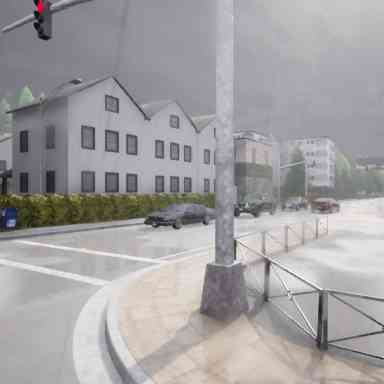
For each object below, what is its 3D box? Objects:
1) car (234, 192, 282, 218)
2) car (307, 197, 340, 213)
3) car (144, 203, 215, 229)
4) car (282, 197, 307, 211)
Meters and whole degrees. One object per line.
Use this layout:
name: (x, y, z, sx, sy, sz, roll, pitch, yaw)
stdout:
car: (5.464, 1.034, 28.611, 2.150, 2.045, 5.566, 0, 0, 35)
car: (13.528, 1.289, 33.600, 1.882, 1.535, 5.008, 0, 0, 35)
car: (-0.499, 1.360, 20.198, 2.033, 1.411, 5.357, 0, 0, 35)
car: (11.531, 1.304, 37.094, 2.128, 1.511, 4.902, 0, 0, 36)
